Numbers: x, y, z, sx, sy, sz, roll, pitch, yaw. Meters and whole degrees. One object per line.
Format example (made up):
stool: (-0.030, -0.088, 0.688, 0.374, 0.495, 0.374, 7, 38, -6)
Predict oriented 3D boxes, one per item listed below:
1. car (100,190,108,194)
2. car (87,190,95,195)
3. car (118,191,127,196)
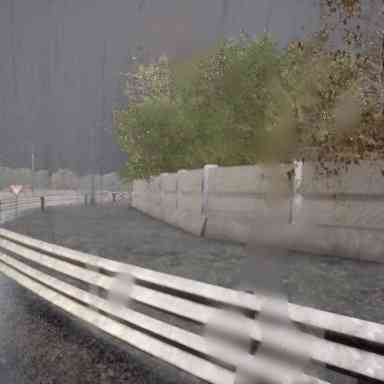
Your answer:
car: (-23.849, 0.166, 90.394, 2.097, 1.767, 4.553, 1, 0, -16)
car: (-27.249, 0.132, 89.565, 2.097, 1.767, 4.553, 1, 0, -16)
car: (-18.924, 0.468, 90.141, 1.895, 1.301, 4.718, 1, 0, -1)
